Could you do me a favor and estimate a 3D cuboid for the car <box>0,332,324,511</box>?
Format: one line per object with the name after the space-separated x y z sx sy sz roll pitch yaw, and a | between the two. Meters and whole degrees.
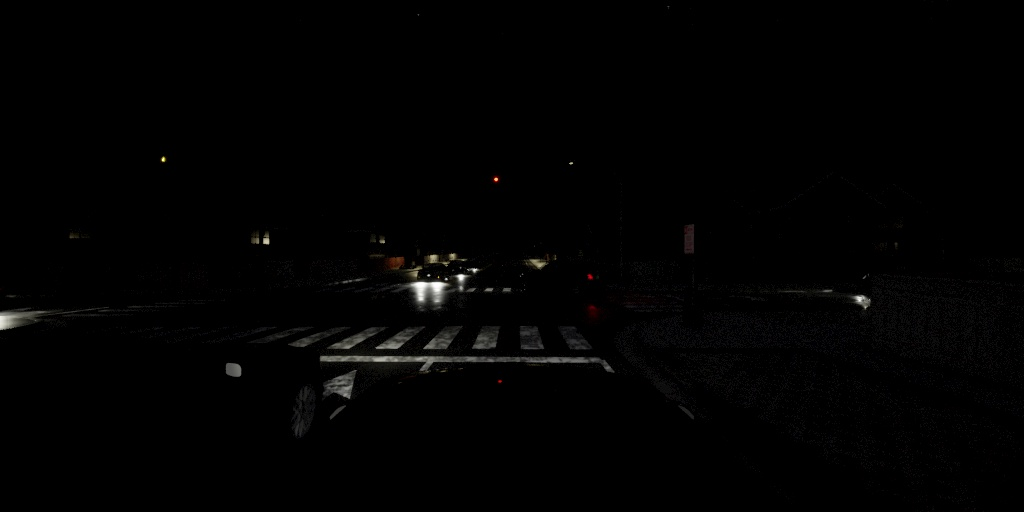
-3.152 1.227 2.210 1.882 1.535 5.008 0 0 1 | car

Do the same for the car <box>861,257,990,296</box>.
18.908 0.944 16.422 4.553 1.767 2.097 0 0 -1 | car

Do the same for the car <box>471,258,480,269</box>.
-5.714 1.025 51.458 2.033 1.411 5.357 0 1 1 | car

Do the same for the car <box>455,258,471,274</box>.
-5.949 1.165 38.795 1.812 1.442 4.674 0 0 1 | car

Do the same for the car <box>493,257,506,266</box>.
-2.122 0.891 60.216 1.994 1.385 4.181 0 1 1 | car

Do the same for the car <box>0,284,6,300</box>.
-23.173 1.140 13.779 5.566 2.045 2.150 0 0 4 | car

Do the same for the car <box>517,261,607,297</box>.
2.474 1.061 18.695 4.553 1.767 2.097 0 -1 35 | car

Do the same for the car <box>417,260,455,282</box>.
-6.126 1.250 28.503 1.994 1.385 4.181 0 0 1 | car
